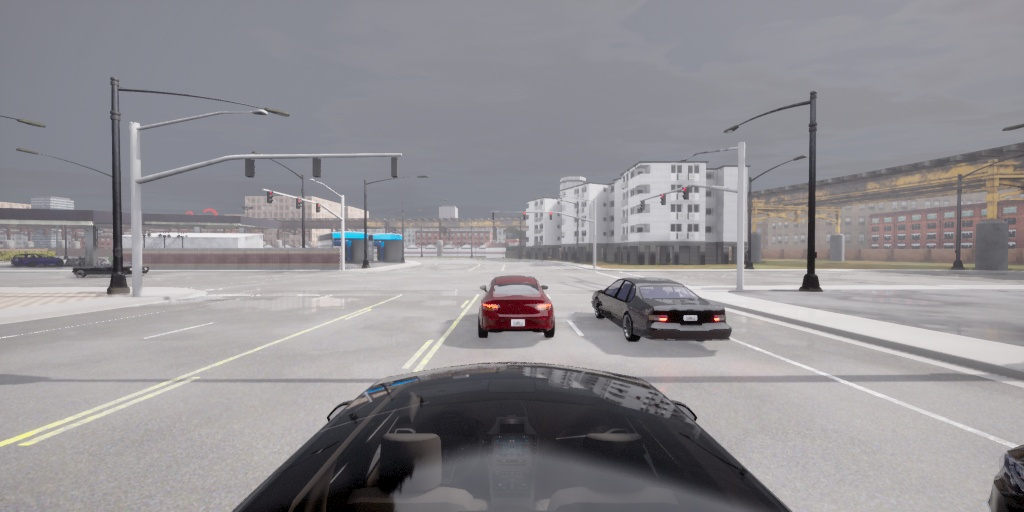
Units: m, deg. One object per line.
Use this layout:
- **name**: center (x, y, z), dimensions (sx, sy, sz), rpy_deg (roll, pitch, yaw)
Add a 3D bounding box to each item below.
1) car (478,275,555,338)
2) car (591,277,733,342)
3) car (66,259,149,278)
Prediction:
- **car**: center (0.069, 1.257, 10.000), dimensions (1.812, 1.442, 4.674), rpy_deg (0, 0, -1)
- **car**: center (3.580, 1.283, 9.716), dimensions (2.033, 1.411, 5.357), rpy_deg (0, 0, 0)
- **car**: center (-33.765, 1.137, 30.184), dimensions (4.718, 1.301, 1.895), rpy_deg (0, 1, -1)
